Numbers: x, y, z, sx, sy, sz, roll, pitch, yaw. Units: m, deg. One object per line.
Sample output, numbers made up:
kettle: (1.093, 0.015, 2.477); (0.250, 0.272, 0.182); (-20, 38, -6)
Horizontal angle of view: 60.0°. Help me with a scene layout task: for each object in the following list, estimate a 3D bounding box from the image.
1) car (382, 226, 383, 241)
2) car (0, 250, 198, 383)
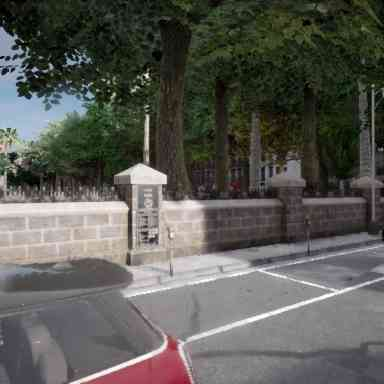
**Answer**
car: (9.737, 1.310, 13.485); (5.009, 1.841, 2.192); (0, 0, -36)
car: (-2.145, 1.352, 1.849); (4.553, 1.767, 2.097); (0, 0, -36)
